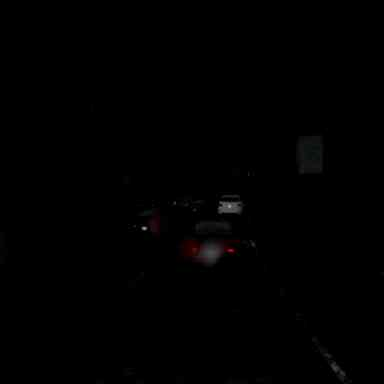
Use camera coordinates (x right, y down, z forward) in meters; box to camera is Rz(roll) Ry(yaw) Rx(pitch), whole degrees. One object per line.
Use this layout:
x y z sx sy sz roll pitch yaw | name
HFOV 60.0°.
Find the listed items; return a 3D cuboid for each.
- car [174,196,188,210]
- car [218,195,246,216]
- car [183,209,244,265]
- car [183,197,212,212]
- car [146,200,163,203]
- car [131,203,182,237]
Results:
-0.940 1.413 42.527 2.097 1.767 4.553 0 0 14 | car
3.747 1.286 30.834 2.150 2.045 5.566 0 0 12 | car
0.782 1.549 11.665 1.812 1.442 4.674 0 0 5 | car
0.808 1.538 33.721 1.882 1.535 5.008 0 0 12 | car
-4.847 1.652 41.352 1.895 1.301 4.718 0 0 14 | car
-1.962 1.555 18.225 1.812 1.442 4.674 0 0 8 | car
